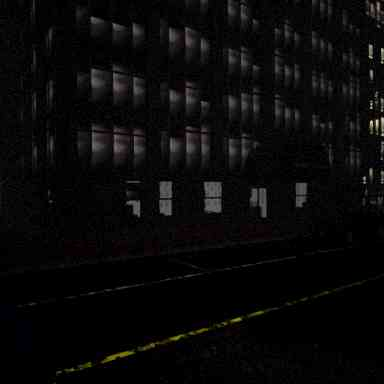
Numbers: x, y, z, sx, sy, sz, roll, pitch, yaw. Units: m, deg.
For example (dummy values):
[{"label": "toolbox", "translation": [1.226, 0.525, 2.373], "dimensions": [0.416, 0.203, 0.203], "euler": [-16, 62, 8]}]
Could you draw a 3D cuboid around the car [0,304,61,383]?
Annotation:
[{"label": "car", "translation": [-3.288, 1.224, 0.976], "dimensions": [5.566, 2.045, 2.150], "euler": [0, 0, -35]}]

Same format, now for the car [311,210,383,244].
[{"label": "car", "translation": [7.474, 1.542, 15.764], "dimensions": [4.507, 1.381, 1.887], "euler": [0, -1, -35]}]
